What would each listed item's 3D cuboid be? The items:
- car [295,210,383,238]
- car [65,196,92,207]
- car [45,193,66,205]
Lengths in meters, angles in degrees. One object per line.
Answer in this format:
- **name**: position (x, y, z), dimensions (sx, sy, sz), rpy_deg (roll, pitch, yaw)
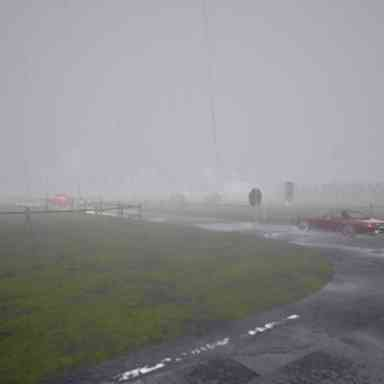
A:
- **car**: position (7.853, 1.620, 17.920), dimensions (1.895, 1.301, 4.718), rpy_deg (1, -1, -27)
- **car**: position (-16.542, 1.568, 49.015), dimensions (1.895, 1.301, 4.718), rpy_deg (1, -1, -40)
- **car**: position (-23.078, 1.182, 56.605), dimensions (2.150, 2.045, 5.566), rpy_deg (1, -1, -41)
